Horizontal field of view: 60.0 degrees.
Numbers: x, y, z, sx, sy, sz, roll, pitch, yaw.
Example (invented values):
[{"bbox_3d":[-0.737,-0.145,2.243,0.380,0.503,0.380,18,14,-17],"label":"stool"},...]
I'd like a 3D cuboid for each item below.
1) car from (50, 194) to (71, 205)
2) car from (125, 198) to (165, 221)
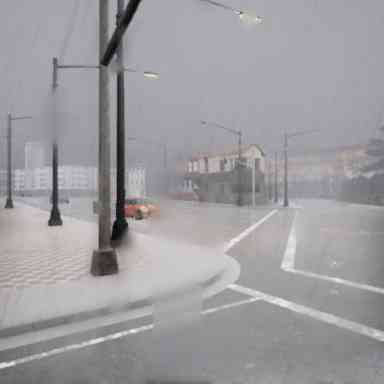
[{"bbox_3d":[-19.002,1.018,47.644,1.812,1.442,4.674,0,2,-36],"label":"car"},{"bbox_3d":[-4.052,1.293,26.884,2.097,1.767,4.553,0,0,-36],"label":"car"}]
